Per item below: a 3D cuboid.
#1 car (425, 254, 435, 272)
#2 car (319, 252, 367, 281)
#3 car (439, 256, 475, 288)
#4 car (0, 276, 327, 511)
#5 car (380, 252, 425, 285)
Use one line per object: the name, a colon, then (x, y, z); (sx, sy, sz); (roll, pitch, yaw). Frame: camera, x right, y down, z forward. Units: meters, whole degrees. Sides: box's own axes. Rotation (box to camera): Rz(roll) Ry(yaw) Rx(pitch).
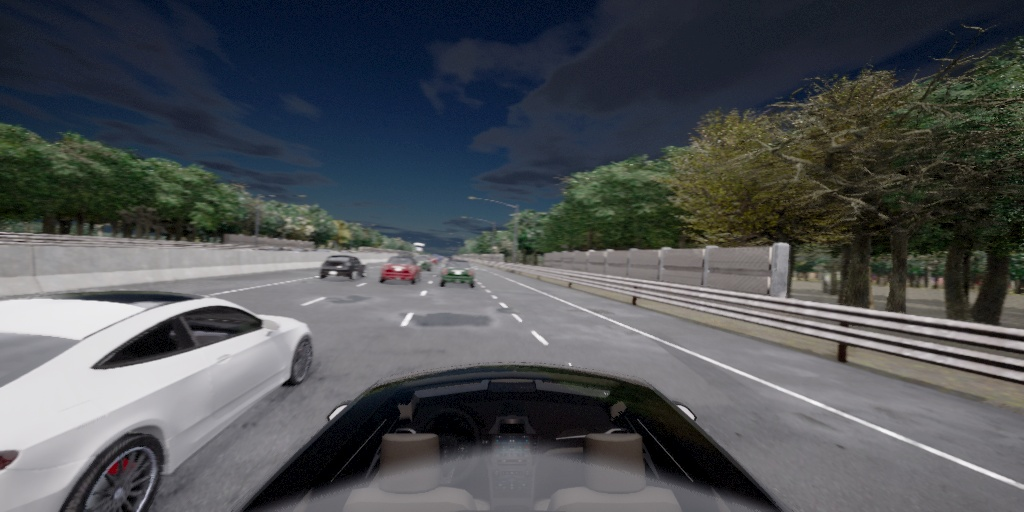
car: (-10.231, 0.765, 40.815); (2.097, 1.767, 4.553); (4, -1, -10)
car: (-10.529, 0.707, 22.662); (1.837, 1.490, 4.892); (4, -1, -10)
car: (-3.636, 1.037, 23.850); (2.097, 1.767, 4.553); (4, -1, -10)
car: (-3.519, 1.045, 3.358); (1.812, 1.442, 4.674); (4, 0, -10)
car: (-7.073, 0.795, 23.233); (2.097, 1.767, 4.553); (4, -1, -10)
